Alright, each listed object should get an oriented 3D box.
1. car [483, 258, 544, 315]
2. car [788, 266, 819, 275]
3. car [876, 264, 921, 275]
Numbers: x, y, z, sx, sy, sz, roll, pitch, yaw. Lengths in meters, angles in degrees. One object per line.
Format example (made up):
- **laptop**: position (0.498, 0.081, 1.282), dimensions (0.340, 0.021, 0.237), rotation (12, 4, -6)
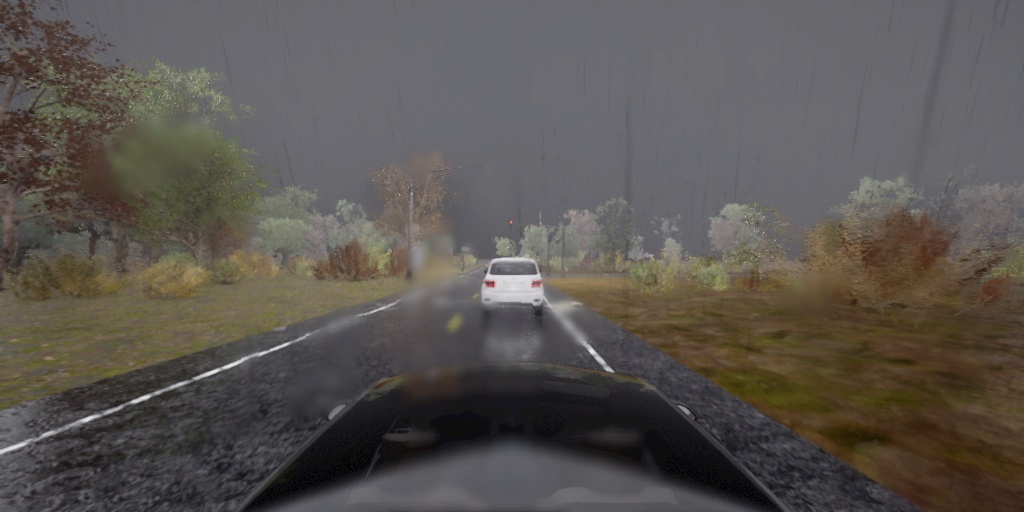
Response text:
- **car**: position (0.039, 1.111, 14.484), dimensions (2.150, 2.045, 5.566), rotation (0, -1, 0)
- **car**: position (39.425, 1.846, 47.963), dimensions (4.181, 1.385, 1.994), rotation (0, -1, 3)
- **car**: position (47.425, 1.739, 44.363), dimensions (4.902, 1.511, 2.128), rotation (0, -1, 5)
